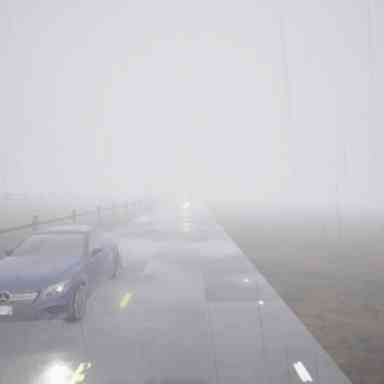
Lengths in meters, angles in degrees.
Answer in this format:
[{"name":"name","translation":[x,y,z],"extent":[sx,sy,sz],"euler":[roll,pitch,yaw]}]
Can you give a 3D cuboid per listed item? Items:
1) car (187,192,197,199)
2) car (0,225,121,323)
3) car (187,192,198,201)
[{"name":"car","translation":[0.039,0.737,74.831],"extent":[2.128,1.511,4.902],"euler":[0,1,0]},{"name":"car","translation":[-2.815,1.516,7.307],"extent":[1.812,1.442,4.674],"euler":[0,0,0]},{"name":"car","translation":[0.018,1.010,64.824],"extent":[1.812,1.442,4.674],"euler":[0,1,0]}]
